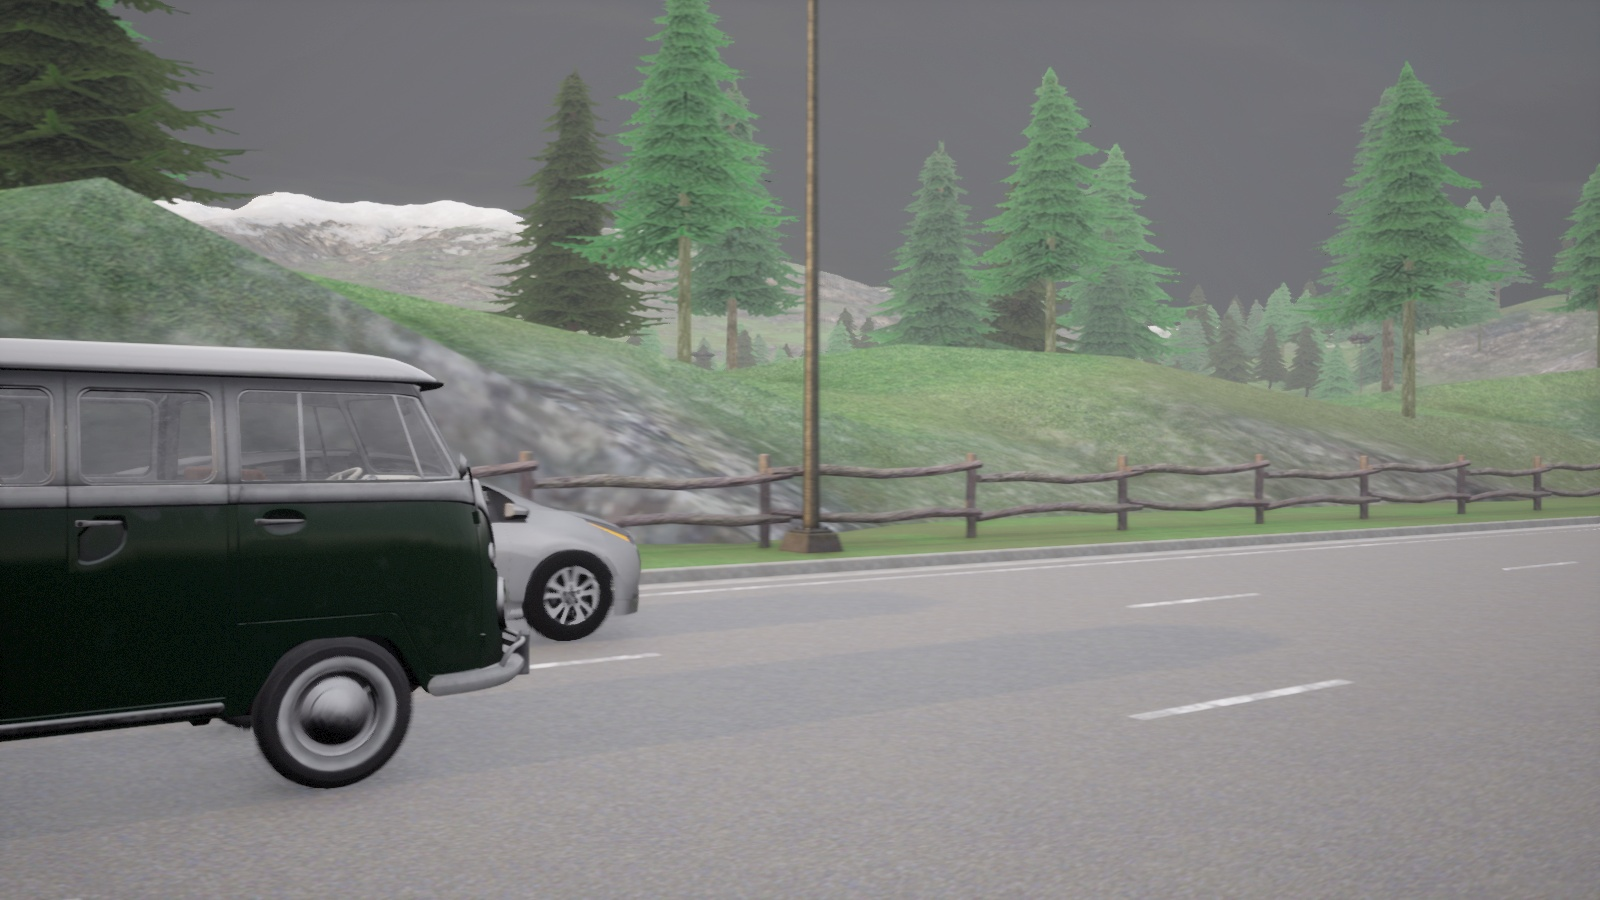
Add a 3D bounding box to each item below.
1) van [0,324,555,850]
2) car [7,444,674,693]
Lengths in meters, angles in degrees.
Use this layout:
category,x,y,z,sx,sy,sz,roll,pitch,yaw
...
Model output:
category,x,y,z,sx,sy,sz,roll,pitch,yaw
van,-3.505,0.519,5.484,4.442,1.987,1.775,0,0,-35
car,-3.458,0.726,9.781,4.514,1.525,2.007,0,0,-35
